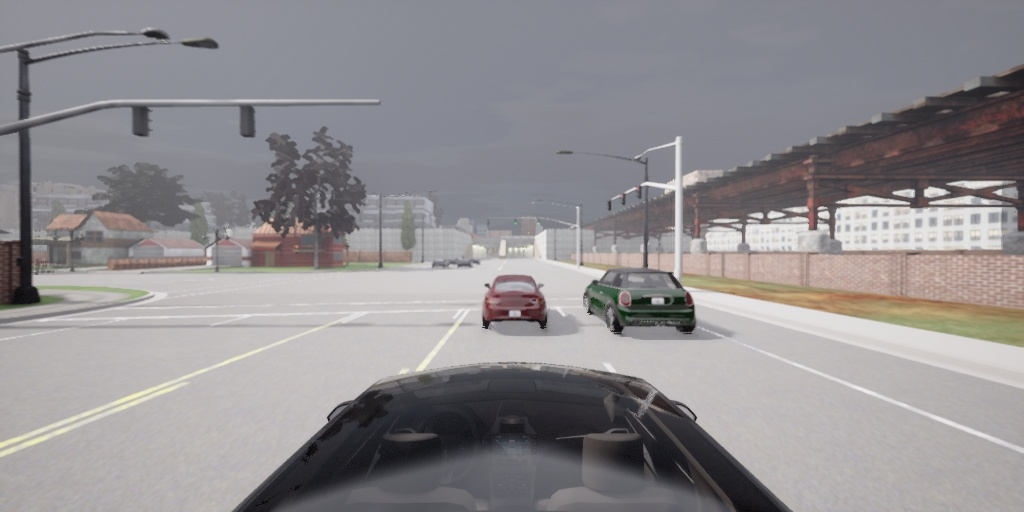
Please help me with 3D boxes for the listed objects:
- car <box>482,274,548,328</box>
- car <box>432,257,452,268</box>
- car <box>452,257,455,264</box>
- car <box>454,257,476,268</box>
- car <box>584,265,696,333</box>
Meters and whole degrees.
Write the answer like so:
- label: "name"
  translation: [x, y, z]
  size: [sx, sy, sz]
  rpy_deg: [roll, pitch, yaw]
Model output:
- label: "car"
  translation: [0.070, 1.298, 11.404]
  size: [1.812, 1.442, 4.674]
  rpy_deg: [0, 0, 0]
- label: "car"
  translation: [-10.490, 1.019, 52.834]
  size: [1.812, 1.442, 4.674]
  rpy_deg: [0, 0, 1]
- label: "car"
  translation: [-10.463, 0.948, 63.540]
  size: [2.033, 1.411, 5.357]
  rpy_deg: [0, 1, 1]
- label: "car"
  translation: [-6.987, 1.048, 53.911]
  size: [1.994, 1.385, 4.181]
  rpy_deg: [0, 0, 1]
- label: "car"
  translation: [3.599, 1.124, 10.947]
  size: [2.097, 1.767, 4.553]
  rpy_deg: [0, 0, 0]
